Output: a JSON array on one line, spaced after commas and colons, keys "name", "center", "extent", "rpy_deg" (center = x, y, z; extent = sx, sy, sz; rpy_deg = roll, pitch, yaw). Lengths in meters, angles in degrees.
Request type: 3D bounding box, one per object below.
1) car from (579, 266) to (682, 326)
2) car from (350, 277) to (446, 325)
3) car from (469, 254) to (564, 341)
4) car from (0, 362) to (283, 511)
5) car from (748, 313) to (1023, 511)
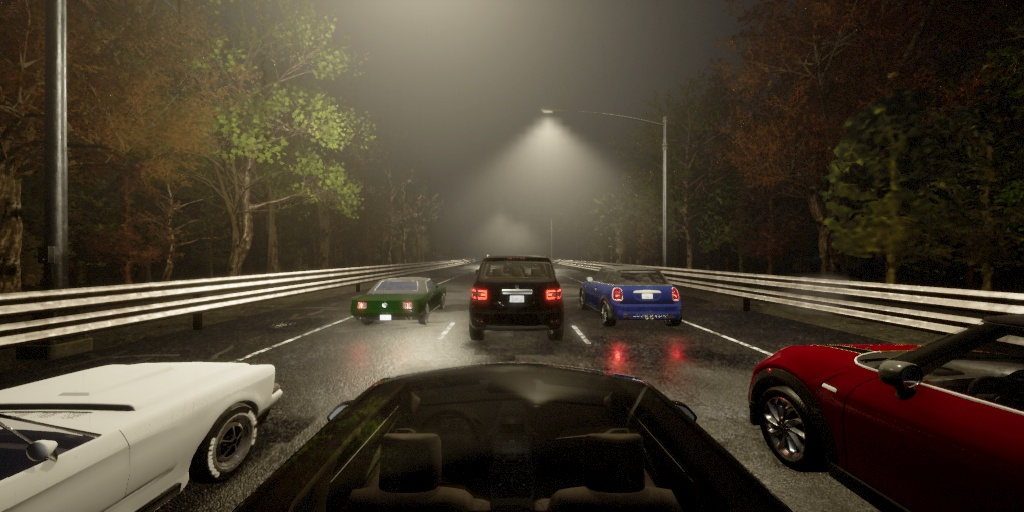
[{"name": "car", "center": [3.605, 1.099, 11.744], "extent": [2.097, 1.767, 4.553], "rpy_deg": [0, 0, -1]}, {"name": "car", "center": [-3.395, 1.348, 11.762], "extent": [1.895, 1.301, 4.718], "rpy_deg": [0, 0, -1]}, {"name": "car", "center": [0.103, 0.970, 10.045], "extent": [2.150, 2.045, 5.566], "rpy_deg": [0, 0, 0]}, {"name": "car", "center": [-3.401, 1.351, 1.707], "extent": [1.895, 1.301, 4.718], "rpy_deg": [0, 0, 0]}, {"name": "car", "center": [3.595, 1.102, 1.992], "extent": [2.097, 1.767, 4.553], "rpy_deg": [0, 0, 0]}]
